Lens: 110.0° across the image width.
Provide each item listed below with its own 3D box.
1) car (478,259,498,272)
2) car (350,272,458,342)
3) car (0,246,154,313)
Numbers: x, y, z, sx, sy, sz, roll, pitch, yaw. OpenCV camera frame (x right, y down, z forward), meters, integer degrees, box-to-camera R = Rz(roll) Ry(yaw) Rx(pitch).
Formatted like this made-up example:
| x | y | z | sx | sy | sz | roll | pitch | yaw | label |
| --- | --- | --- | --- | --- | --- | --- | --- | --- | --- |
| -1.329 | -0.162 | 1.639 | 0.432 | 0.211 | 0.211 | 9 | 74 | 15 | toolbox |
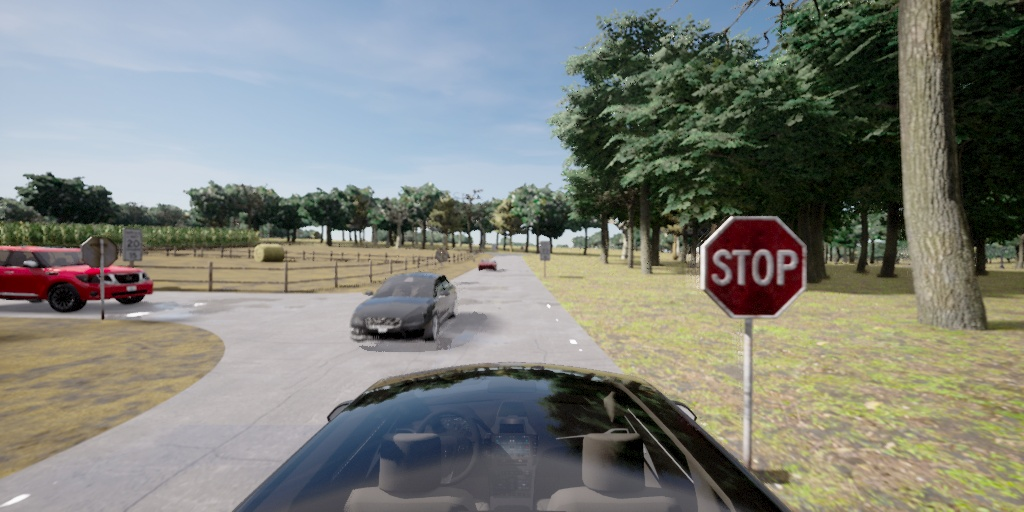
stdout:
| x | y | z | sx | sy | sz | roll | pitch | yaw | label |
| --- | --- | --- | --- | --- | --- | --- | --- | --- | --- |
| -2.516 | 0.960 | 37.613 | 1.895 | 1.301 | 4.718 | 0 | 1 | 0 | car |
| -2.678 | 1.249 | 9.879 | 1.837 | 1.490 | 4.892 | 0 | 1 | 0 | car |
| -15.648 | 0.703 | 12.134 | 5.566 | 2.045 | 2.150 | 1 | 0 | 0 | car |
